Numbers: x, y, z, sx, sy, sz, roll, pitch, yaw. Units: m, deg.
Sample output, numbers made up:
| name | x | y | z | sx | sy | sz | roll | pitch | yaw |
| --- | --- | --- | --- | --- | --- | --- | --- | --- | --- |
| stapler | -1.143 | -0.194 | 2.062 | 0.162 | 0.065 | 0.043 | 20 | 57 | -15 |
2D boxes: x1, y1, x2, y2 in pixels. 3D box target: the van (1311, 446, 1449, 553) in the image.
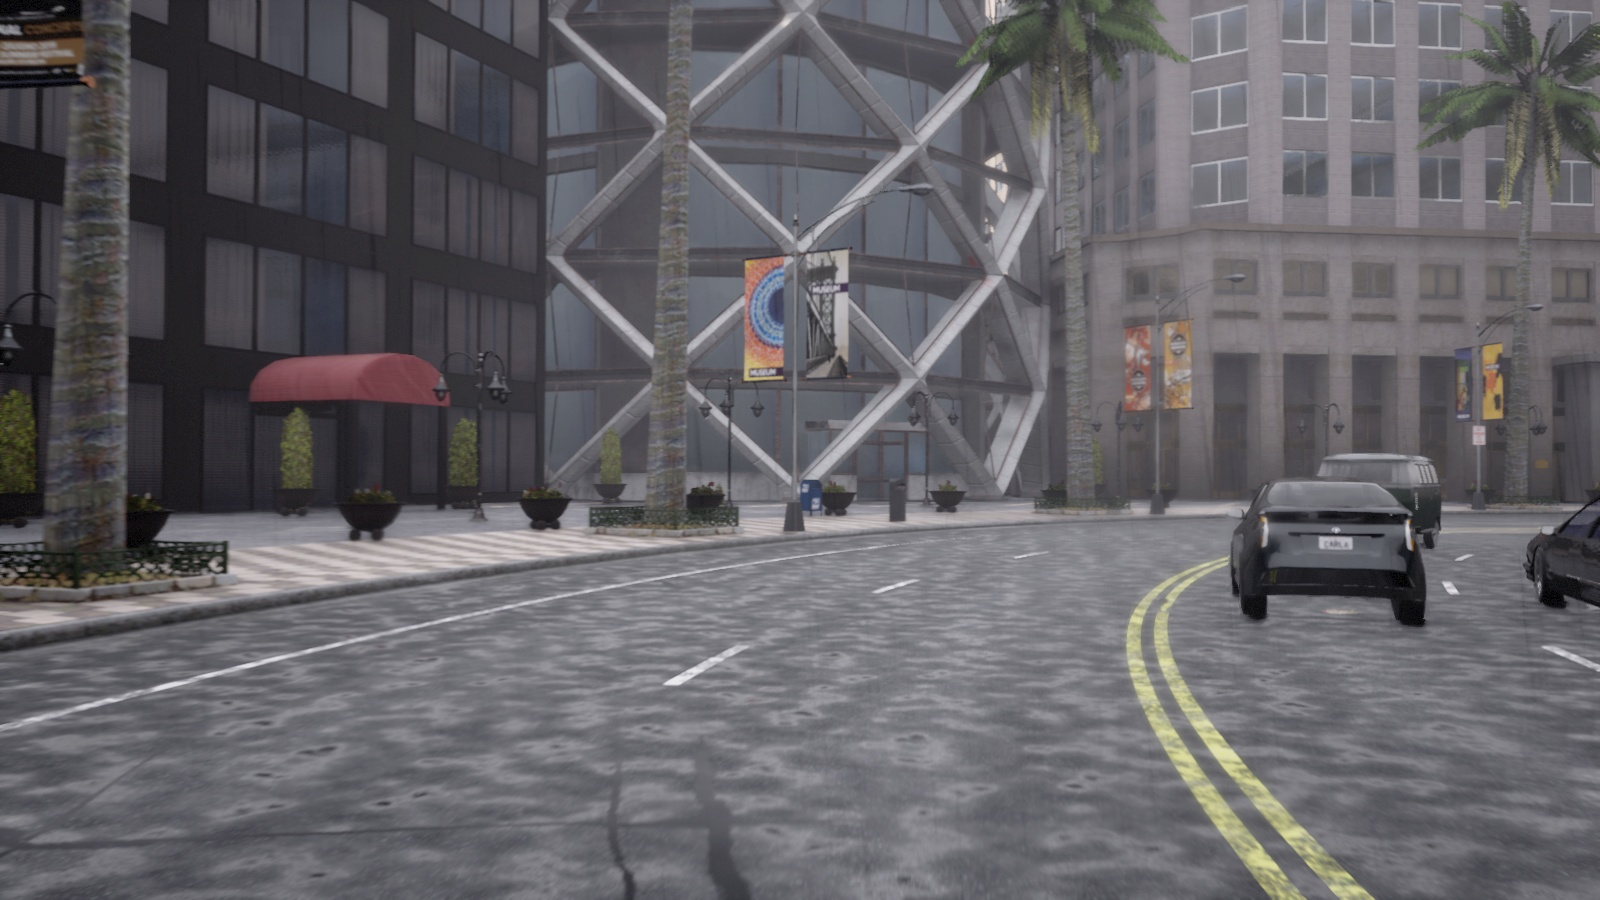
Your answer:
| name | x | y | z | sx | sy | sz | roll | pitch | yaw |
| --- | --- | --- | --- | --- | --- | --- | --- | --- | --- |
| van | 11.965 | 0.961 | 25.736 | 1.775 | 1.987 | 4.442 | -1 | -1 | 35 |

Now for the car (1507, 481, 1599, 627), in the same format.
| name | x | y | z | sx | sy | sz | roll | pitch | yaw |
| --- | --- | --- | --- | --- | --- | --- | --- | --- | --- |
| car | 9.349 | 1.060 | 13.518 | 2.033 | 1.411 | 5.357 | -1 | -1 | 18 |

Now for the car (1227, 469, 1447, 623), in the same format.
| name | x | y | z | sx | sy | sz | roll | pitch | yaw |
| --- | --- | --- | --- | --- | --- | --- | --- | --- | --- |
| car | 6.144 | 0.992 | 14.872 | 2.007 | 1.525 | 4.514 | -1 | -1 | 18 |
